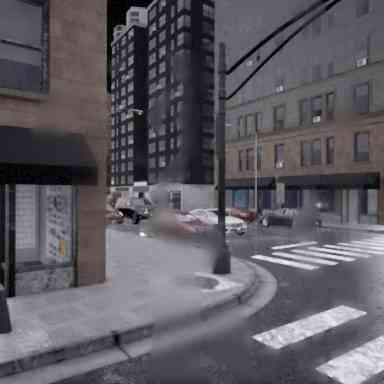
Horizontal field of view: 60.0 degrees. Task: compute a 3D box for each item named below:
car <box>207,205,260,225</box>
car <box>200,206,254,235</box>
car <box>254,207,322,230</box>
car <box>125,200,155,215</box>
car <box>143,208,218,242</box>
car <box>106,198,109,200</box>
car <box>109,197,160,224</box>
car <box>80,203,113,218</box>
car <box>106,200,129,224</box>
[{"bbox_3d":[3.221,1.789,26.562,1.802,1.307,4.206,0,0,-35],"label":"car"},{"bbox_3d":[1.130,1.659,19.153,1.812,1.442,4.674,0,-1,-33],"label":"car"},{"bbox_3d":[6.386,1.702,22.029,2.008,1.369,4.403,0,0,-35],"label":"car"},{"bbox_3d":[-6.278,1.815,40.161,1.967,1.590,4.097,0,0,-35],"label":"car"},{"bbox_3d":[-0.588,1.698,17.127,1.802,1.307,4.206,0,0,-35],"label":"car"},{"bbox_3d":[-12.610,1.804,49.228,2.192,1.841,5.009,0,0,-35],"label":"car"},{"bbox_3d":[-4.545,1.455,27.294,2.150,2.045,5.566,0,-1,-35],"label":"car"},{"bbox_3d":[-10.281,1.936,35.525,1.895,1.301,4.718,0,-1,-35],"label":"car"},{"bbox_3d":[-6.922,1.667,26.195,1.967,1.590,4.097,0,0,-35],"label":"car"}]
